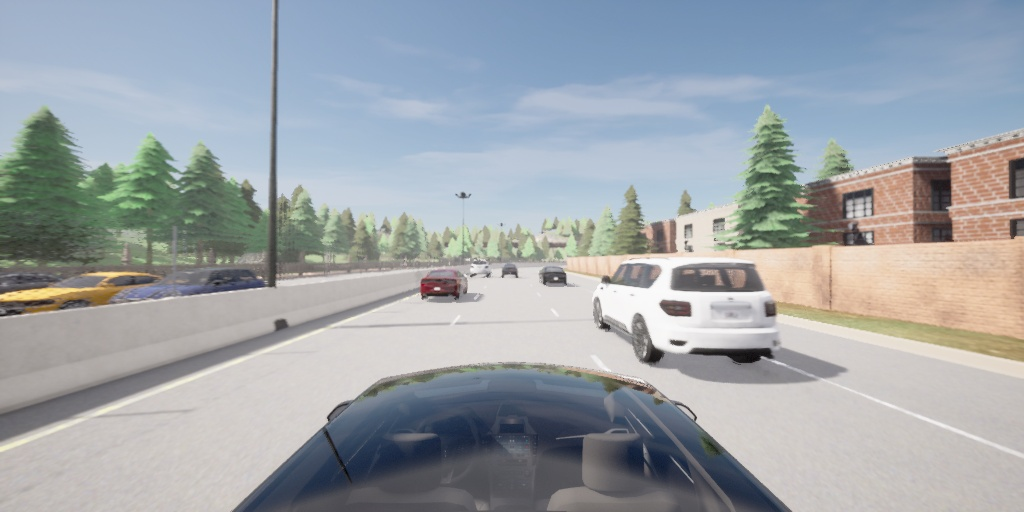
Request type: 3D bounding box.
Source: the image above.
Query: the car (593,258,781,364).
[{"bbox_3d":[3.531,1.073,8.494,2.150,2.045,5.566,0,-1,0],"label":"car"}]

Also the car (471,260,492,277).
[{"bbox_3d":[-3.759,1.498,43.874,2.150,2.045,5.566,0,-1,0],"label":"car"}]

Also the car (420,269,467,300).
[{"bbox_3d":[-3.559,1.441,19.430,1.882,1.535,5.008,0,-1,0],"label":"car"}]

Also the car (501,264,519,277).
[{"bbox_3d":[-0.258,1.787,43.543,1.837,1.490,4.892,0,-1,0],"label":"car"}]

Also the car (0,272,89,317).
[{"bbox_3d":[-14.203,1.309,12.452,1.882,1.535,5.008,0,-1,0],"label":"car"}]

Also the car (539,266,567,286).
[{"bbox_3d":[3.354,1.604,29.999,1.882,1.535,5.008,0,-1,0],"label":"car"}]

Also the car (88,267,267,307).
[{"bbox_3d":[-10.701,1.195,12.274,2.097,1.767,4.553,0,-1,0],"label":"car"}]

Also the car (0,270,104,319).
[{"bbox_3d":[-17.701,1.305,12.176,2.128,1.511,4.902,0,-1,0],"label":"car"}]
